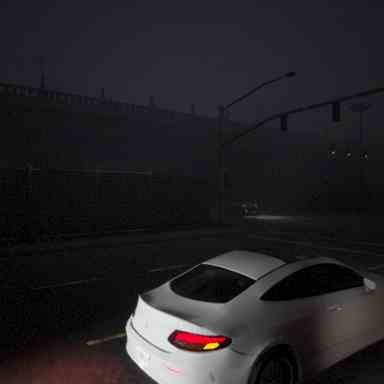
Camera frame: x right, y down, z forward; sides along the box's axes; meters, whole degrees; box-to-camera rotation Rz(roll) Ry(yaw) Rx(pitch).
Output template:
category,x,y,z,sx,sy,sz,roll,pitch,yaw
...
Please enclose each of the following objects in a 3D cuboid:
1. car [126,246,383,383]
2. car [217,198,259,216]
category,x,y,z,sx,sy,sz,roll,pitch,yaw
car,1.378,1.526,4.766,4.674,1.442,1.812,0,0,-35
car,4.633,1.407,33.976,2.097,1.767,4.553,0,0,-36
